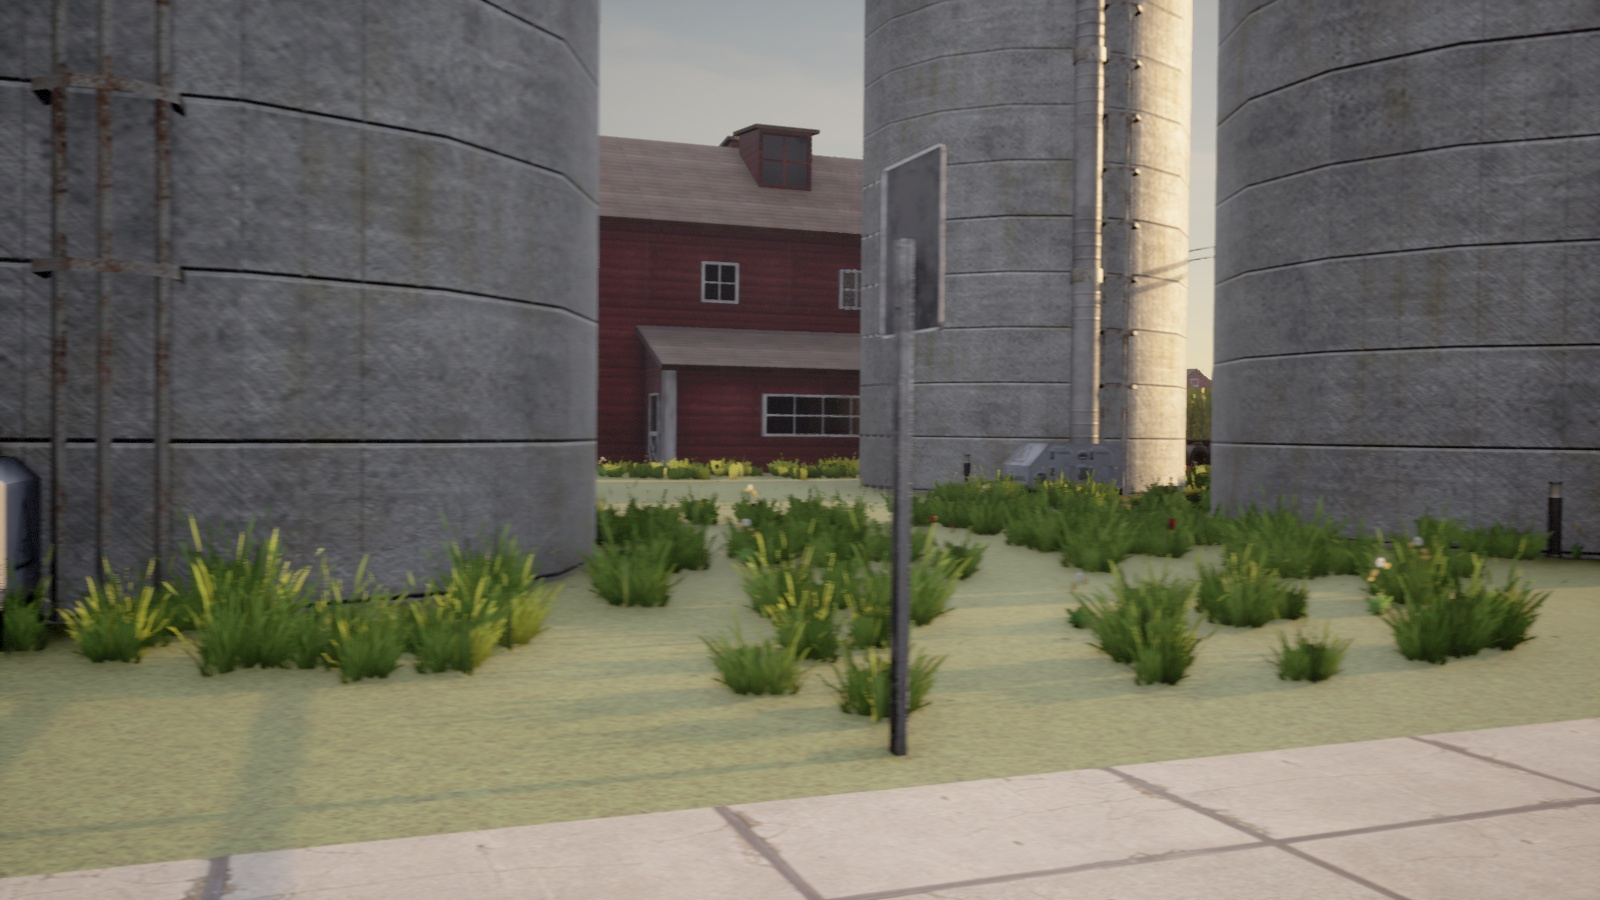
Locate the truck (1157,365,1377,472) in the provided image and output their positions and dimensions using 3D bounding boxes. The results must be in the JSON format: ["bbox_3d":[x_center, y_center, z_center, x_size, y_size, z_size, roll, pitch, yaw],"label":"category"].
[{"bbox_3d":[16.355,-1.089,44.758,2.891,3.462,7.936,-1,1,-20],"label":"truck"}]
